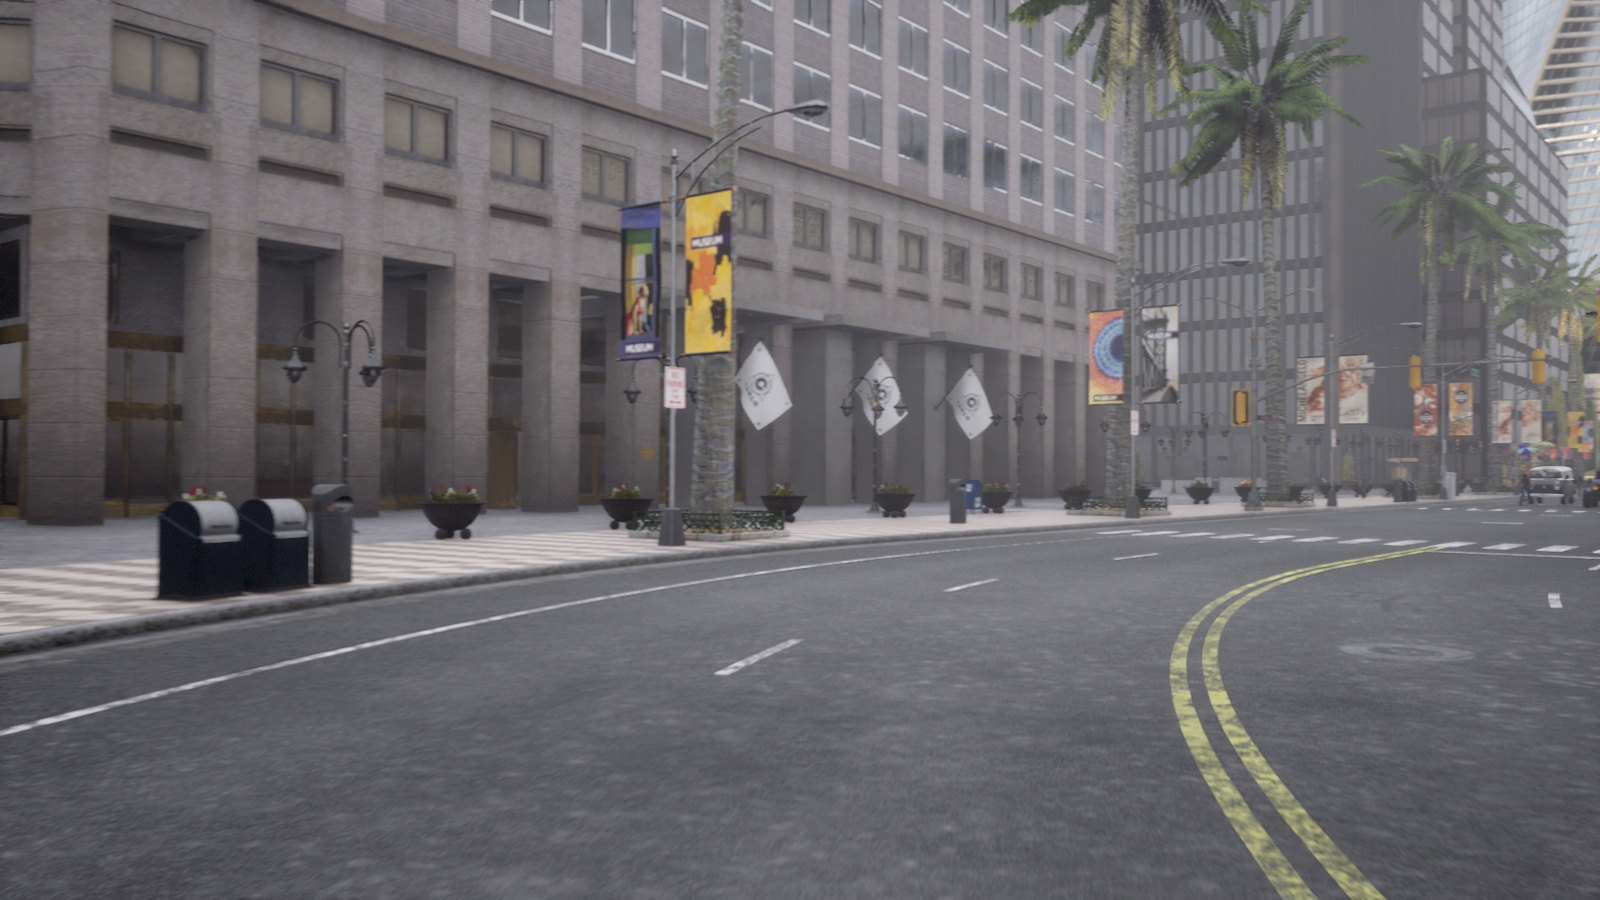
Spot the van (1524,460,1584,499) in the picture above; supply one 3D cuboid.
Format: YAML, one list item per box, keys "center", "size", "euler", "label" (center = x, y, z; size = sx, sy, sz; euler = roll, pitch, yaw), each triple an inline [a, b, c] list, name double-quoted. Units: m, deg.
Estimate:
- center: [40.464, 1.558, 67.359]
  size: [2.069, 2.038, 4.480]
  euler: [-1, -1, 40]
  label: "van"

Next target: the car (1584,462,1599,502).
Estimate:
- center: [38.837, 1.510, 59.927]
  size: [1.905, 1.878, 3.866]
  euler: [-1, -1, 40]
  label: "car"
